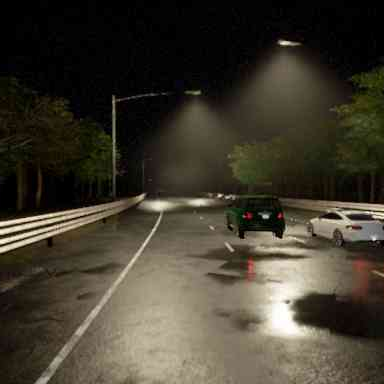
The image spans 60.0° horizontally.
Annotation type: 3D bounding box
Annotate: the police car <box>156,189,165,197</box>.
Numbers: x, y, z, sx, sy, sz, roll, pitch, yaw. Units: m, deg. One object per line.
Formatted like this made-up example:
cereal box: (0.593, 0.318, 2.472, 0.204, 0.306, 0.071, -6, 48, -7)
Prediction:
police car: (-7.969, 0.325, 85.714, 1.930, 1.638, 5.238, 0, 0, -7)

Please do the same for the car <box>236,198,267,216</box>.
car: (5.799, 1.421, 33.092, 1.837, 1.490, 4.892, 0, 0, -4)

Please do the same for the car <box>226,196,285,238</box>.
car: (3.185, 1.197, 17.565, 2.150, 2.045, 5.566, 0, 0, -2)

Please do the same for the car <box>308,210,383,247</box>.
car: (6.783, 1.504, 14.833, 1.812, 1.442, 4.674, 0, 0, -2)
